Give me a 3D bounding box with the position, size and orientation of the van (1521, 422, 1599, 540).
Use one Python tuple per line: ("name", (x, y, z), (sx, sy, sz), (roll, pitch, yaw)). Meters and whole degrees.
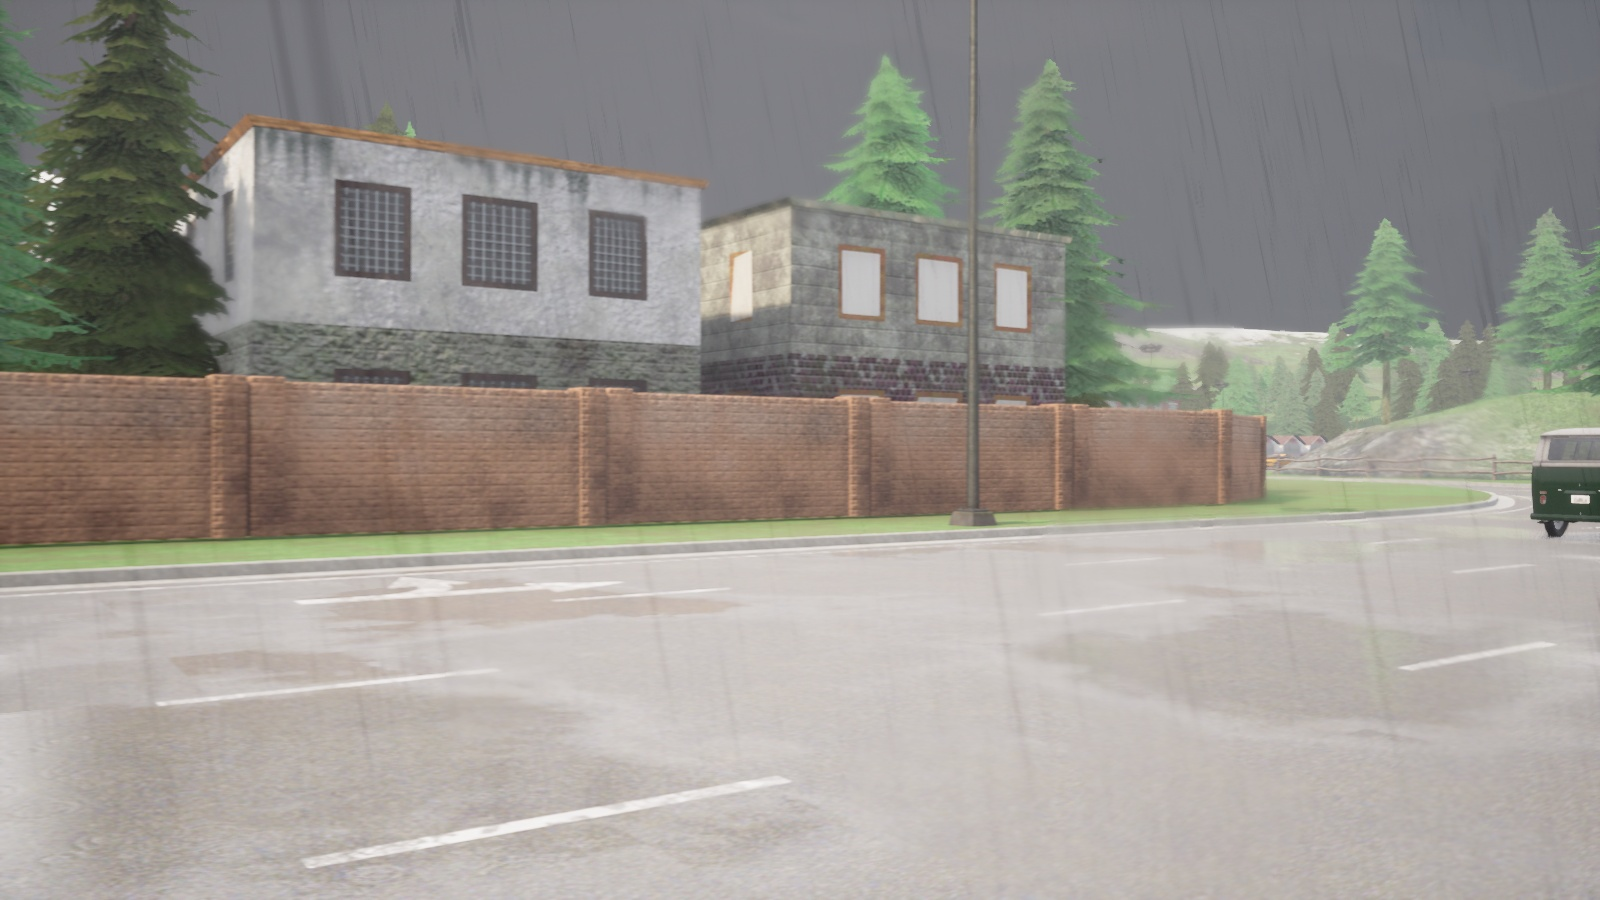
("van", (15.037, 0.521, 22.656), (4.442, 1.987, 1.775), (0, 0, -35))
